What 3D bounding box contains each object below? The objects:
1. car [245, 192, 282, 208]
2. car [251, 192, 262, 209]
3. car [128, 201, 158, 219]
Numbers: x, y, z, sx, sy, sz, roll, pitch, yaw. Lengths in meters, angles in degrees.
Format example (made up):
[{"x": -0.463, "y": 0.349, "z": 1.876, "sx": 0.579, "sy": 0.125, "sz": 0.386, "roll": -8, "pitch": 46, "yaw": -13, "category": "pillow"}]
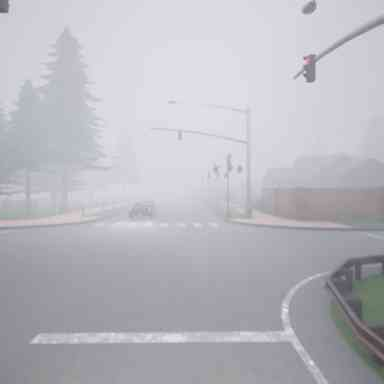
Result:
[{"x": 8.437, "y": 0.885, "z": 39.443, "sx": 3.866, "sy": 1.878, "sz": 1.905, "roll": 0, "pitch": 0, "yaw": -1, "category": "car"}, {"x": 8.852, "y": 0.900, "z": 36.933, "sx": 4.605, "sy": 1.855, "sz": 1.932, "roll": 0, "pitch": 0, "yaw": -1, "category": "car"}, {"x": -3.907, "y": 1.393, "z": 26.972, "sx": 1.895, "sy": 1.301, "sz": 4.718, "roll": 0, "pitch": 0, "yaw": -1, "category": "car"}]
